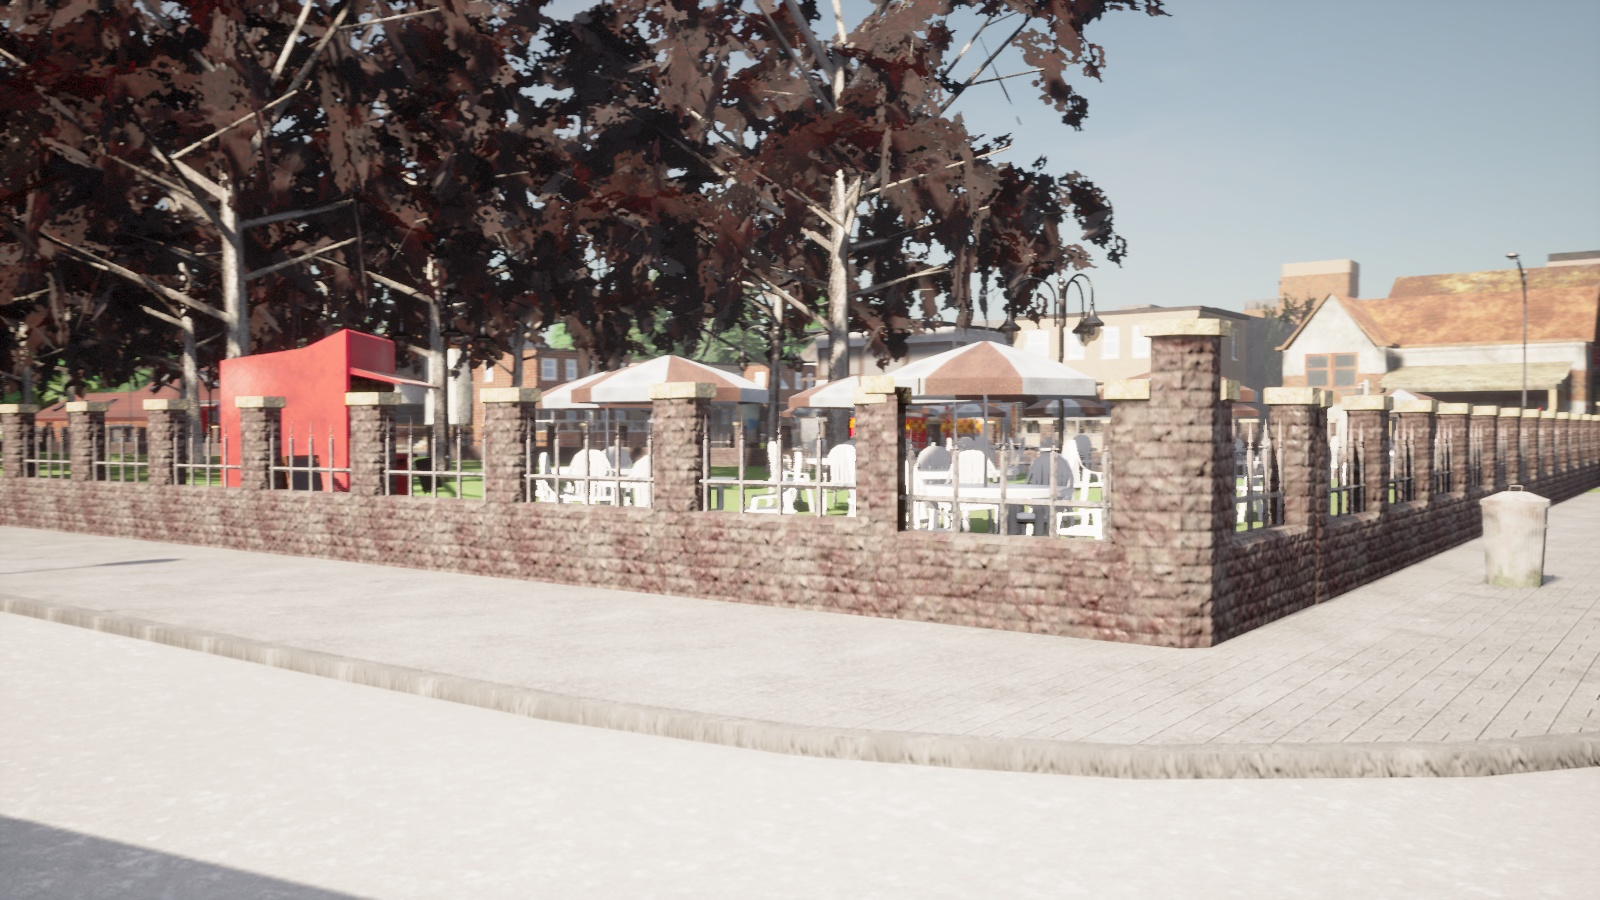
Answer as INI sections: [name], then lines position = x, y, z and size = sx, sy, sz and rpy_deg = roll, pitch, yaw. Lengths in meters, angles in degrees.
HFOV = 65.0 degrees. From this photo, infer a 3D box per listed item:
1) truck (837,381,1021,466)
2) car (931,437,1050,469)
[truck]
position = 6.100, -1.283, 60.324
size = 8.468, 3.827, 2.891
rpy_deg = 1, 1, 37
[car]
position = 8.123, 0.099, 53.796
size = 4.718, 1.301, 1.895
rpy_deg = 1, 1, 37
